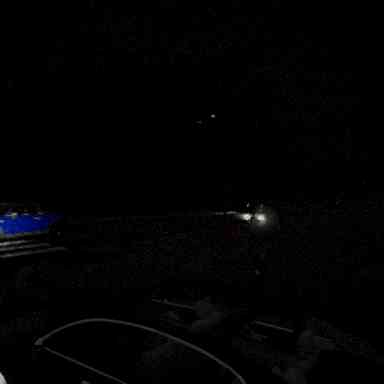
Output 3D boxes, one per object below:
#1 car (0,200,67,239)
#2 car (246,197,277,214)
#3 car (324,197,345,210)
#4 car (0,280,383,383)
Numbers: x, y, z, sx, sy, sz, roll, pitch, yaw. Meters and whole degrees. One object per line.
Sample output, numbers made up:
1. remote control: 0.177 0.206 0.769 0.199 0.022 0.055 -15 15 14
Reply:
1. car: -8.009 1.187 14.907 2.097 1.767 4.553 3 1 35
2. car: 7.831 1.478 37.137 2.097 1.767 4.553 3 1 36
3. car: 22.832 1.787 53.148 2.150 2.045 5.566 3 1 35
4. car: -0.223 1.524 2.949 4.403 1.369 2.008 1 2 36
